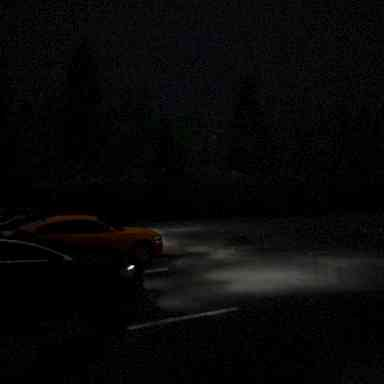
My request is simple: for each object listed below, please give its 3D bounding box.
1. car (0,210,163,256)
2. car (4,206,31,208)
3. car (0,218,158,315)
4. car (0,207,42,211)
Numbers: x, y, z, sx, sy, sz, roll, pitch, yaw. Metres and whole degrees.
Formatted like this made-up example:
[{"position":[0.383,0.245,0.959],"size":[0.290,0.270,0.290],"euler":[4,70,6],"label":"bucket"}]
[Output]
[{"position":[-3.330,1.429,10.033],"size":[5.008,1.535,1.882],"euler":[0,0,-25],"label":"car"},{"position":[-7.758,1.426,15.698],"size":[4.902,1.511,2.128],"euler":[0,0,-25],"label":"car"},{"position":[-3.362,1.467,6.165],"size":[4.902,1.511,2.128],"euler":[0,0,-25],"label":"car"},{"position":[-5.213,1.467,13.035],"size":[4.674,1.442,1.812],"euler":[0,0,-25],"label":"car"}]
